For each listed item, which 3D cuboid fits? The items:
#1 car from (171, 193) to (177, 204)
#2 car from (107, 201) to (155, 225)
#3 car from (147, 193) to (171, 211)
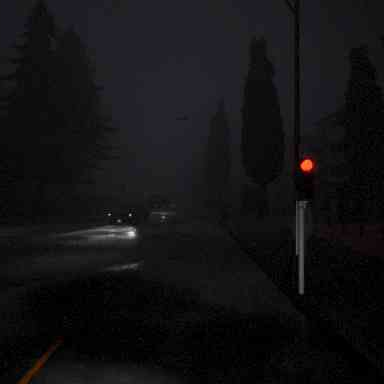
[{"bbox_3d":[-4.112,1.223,63.472,2.150,2.045,5.566,0,0,0],"label":"car"},{"bbox_3d":[-4.448,1.601,24.061,1.895,1.301,4.718,0,0,9],"label":"car"},{"bbox_3d":[-4.166,1.220,40.841,2.150,2.045,5.566,0,0,0],"label":"car"}]
